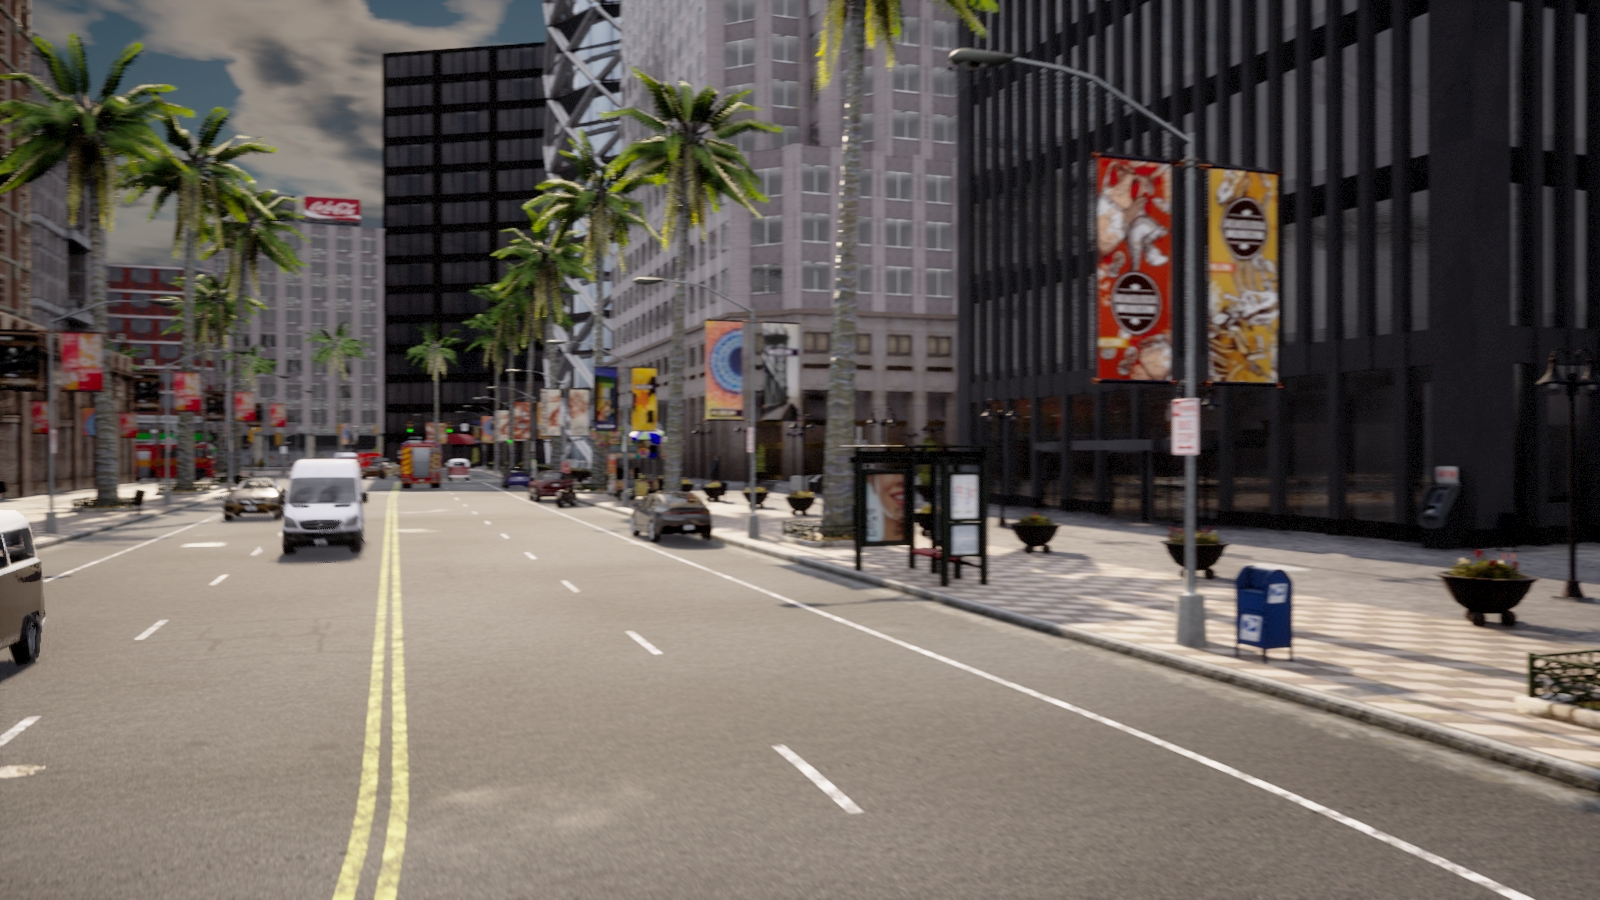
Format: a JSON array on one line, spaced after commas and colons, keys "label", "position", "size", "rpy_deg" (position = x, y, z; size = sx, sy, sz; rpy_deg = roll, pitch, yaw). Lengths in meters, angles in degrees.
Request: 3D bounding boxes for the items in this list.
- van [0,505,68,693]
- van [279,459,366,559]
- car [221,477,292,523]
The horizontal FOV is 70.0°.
[{"label": "van", "position": [-10.486, 1.796, 13.559], "size": [2.069, 2.038, 4.480], "rpy_deg": [0, 0, -20]}, {"label": "van", "position": [-13.638, 1.552, 32.916], "size": [1.988, 2.561, 5.915], "rpy_deg": [0, 0, -20]}, {"label": "car", "position": [-22.561, 2.021, 47.582], "size": [2.152, 1.651, 5.027], "rpy_deg": [0, 0, -20]}]
